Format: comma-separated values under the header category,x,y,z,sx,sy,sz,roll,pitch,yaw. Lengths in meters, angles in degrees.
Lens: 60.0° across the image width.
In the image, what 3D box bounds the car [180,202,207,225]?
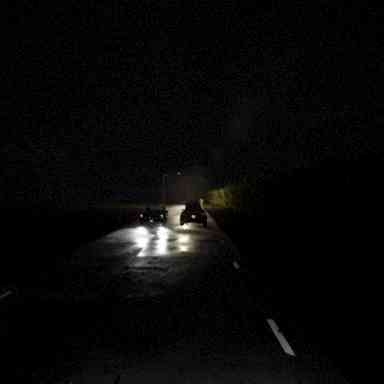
category,x,y,z,sx,sy,sz,roll,pitch,yaw
car,0.102,1.701,25.151,1.994,1.385,4.181,0,0,0

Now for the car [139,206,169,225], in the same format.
category,x,y,z,sx,sy,sz,roll,pitch,yaw
car,-2.843,1.741,25.566,1.895,1.301,4.718,0,0,0

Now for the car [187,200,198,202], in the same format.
category,x,y,z,sx,sy,sz,roll,pitch,yaw
car,0.104,1.757,41.955,1.882,1.535,5.008,0,-1,0
